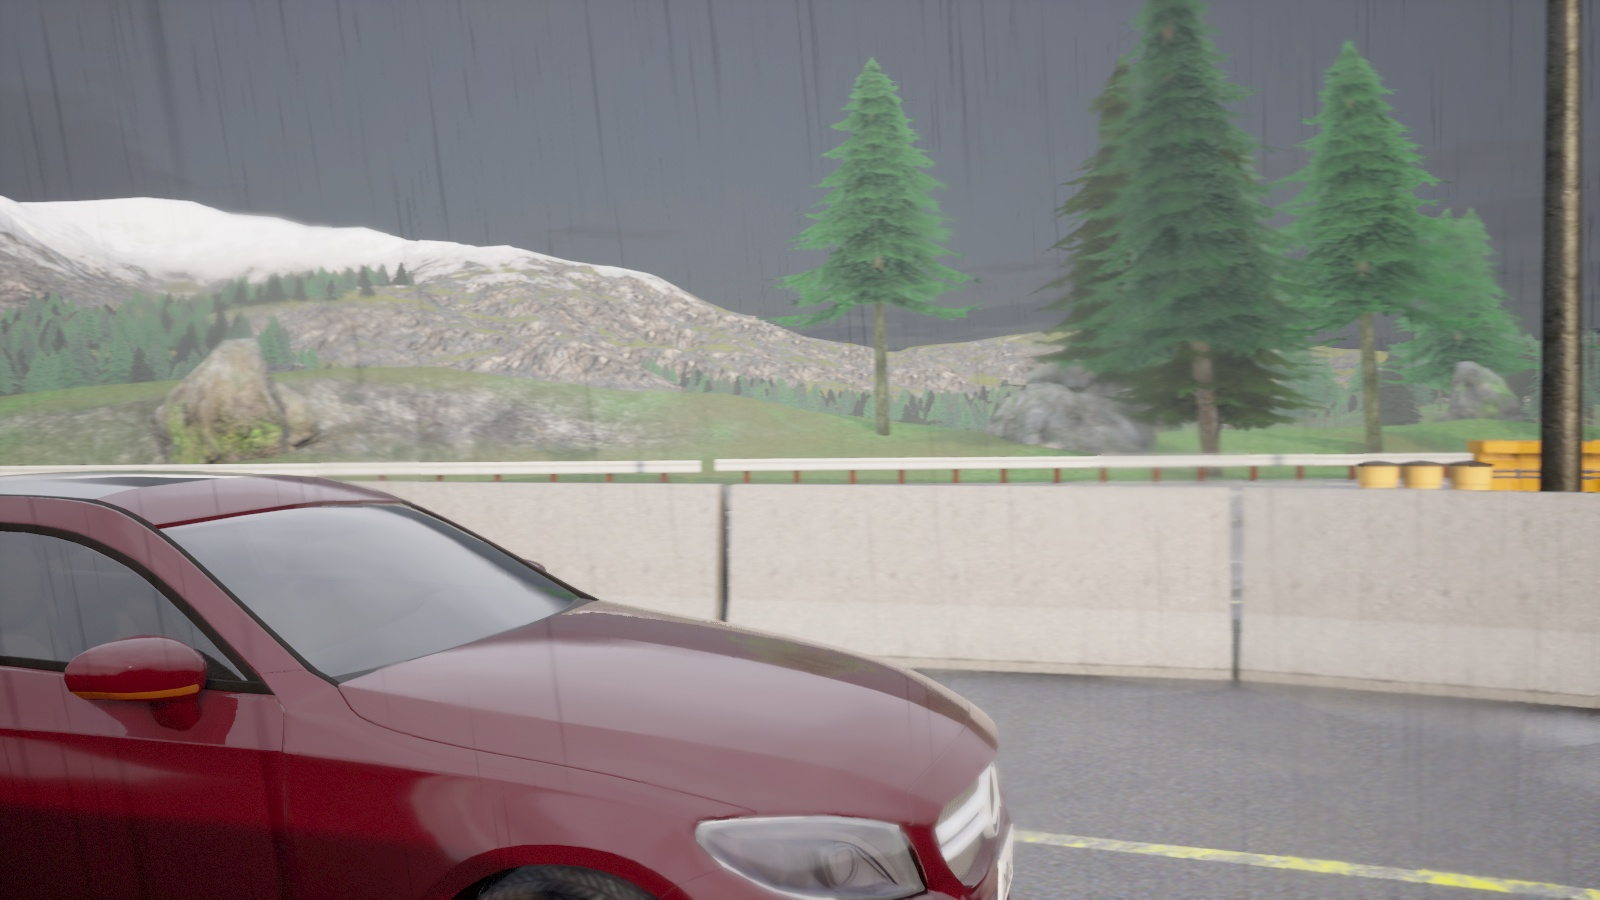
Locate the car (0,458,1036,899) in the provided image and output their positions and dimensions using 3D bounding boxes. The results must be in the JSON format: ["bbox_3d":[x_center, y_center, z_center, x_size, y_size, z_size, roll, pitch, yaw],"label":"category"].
[{"bbox_3d":[-1.740,0.780,3.744,4.674,1.442,1.812,0,1,15],"label":"car"}]
